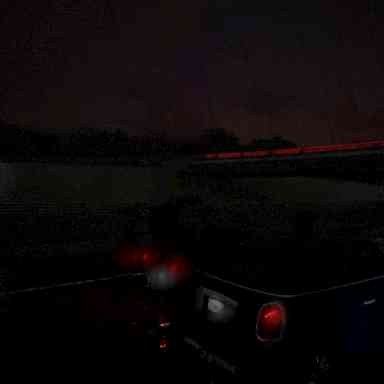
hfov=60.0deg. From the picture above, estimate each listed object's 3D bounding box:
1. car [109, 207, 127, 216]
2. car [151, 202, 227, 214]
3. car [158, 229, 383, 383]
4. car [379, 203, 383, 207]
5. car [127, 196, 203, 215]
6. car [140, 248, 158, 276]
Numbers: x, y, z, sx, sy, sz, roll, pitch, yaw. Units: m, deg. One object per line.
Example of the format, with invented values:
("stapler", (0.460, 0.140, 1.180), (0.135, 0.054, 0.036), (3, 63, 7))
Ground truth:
("car", (-4.194, 1.610, 26.705), (4.892, 1.490, 1.837), (1, 0, -35))
("car", (0.182, 1.624, 21.225), (4.892, 1.490, 1.837), (1, 0, -35))
("car", (2.020, 1.399, 5.158), (4.553, 1.767, 2.097), (1, 0, -35))
("car", (30.545, 2.107, 51.081), (4.892, 1.490, 1.837), (1, 0, -35))
("car", (-1.521, 1.340, 24.306), (5.566, 2.045, 2.150), (1, 0, -35))
("car", (1.148, 1.660, 8.824), (4.718, 1.301, 1.895), (1, 0, -35))
